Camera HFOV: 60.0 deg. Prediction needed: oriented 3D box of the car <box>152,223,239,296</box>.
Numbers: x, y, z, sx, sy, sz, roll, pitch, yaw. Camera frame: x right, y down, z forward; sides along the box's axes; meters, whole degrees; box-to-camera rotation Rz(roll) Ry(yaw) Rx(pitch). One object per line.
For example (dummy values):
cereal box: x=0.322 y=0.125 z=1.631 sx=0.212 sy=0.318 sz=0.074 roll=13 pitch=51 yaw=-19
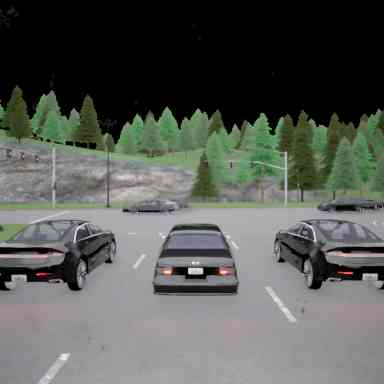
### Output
car: x=0.099 y=1.547 z=8.821 sx=2.033 sy=1.411 sz=5.357 roll=0 pitch=0 yaw=1

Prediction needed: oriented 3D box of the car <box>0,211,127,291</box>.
car: x=-3.401 y=1.491 z=9.002 sx=2.128 sy=1.511 sz=4.902 roll=0 pitch=0 yaw=0

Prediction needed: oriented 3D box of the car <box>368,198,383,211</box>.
car: x=20.360 y=1.492 z=40.073 sx=4.902 sy=1.511 sz=2.128 roll=0 pitch=0 yaw=-1

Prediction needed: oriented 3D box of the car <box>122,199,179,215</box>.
car: x=-4.411 y=1.547 z=33.888 sx=5.357 sy=1.411 sz=2.033 roll=0 pitch=0 yaw=-11

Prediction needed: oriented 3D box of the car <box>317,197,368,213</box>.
car: x=16.127 y=1.351 z=36.383 sx=4.553 sy=1.767 sz=2.097 roll=0 pitch=0 yaw=-3

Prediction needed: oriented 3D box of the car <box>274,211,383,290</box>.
car: x=3.601 y=1.491 z=9.096 sx=2.128 sy=1.511 sz=4.902 roll=0 pitch=0 yaw=1

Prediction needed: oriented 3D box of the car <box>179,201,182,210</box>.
car: x=-3.811 y=1.525 z=37.498 sx=4.674 sy=1.442 sz=1.812 roll=0 pitch=0 yaw=-11

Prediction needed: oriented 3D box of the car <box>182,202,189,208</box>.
car: x=-3.037 y=1.547 z=41.263 sx=5.357 sy=1.411 sz=2.033 roll=0 pitch=0 yaw=-10
